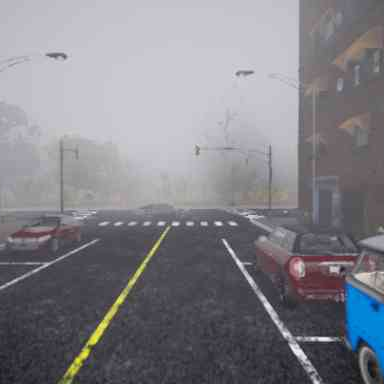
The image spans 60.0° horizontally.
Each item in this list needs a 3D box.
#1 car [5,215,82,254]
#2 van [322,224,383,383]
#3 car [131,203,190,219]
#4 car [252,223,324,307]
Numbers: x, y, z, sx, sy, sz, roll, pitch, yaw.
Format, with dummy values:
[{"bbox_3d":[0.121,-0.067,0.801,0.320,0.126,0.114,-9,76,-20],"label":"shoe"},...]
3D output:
[{"bbox_3d":[-5.805,1.611,13.540,1.802,1.307,4.206,-1,0,0],"label":"car"},{"bbox_3d":[2.670,1.347,2.550,1.690,1.788,3.998,-1,0,0],"label":"van"},{"bbox_3d":[-2.882,1.698,30.701,5.357,1.411,2.033,0,1,-8],"label":"car"},{"bbox_3d":[2.670,1.458,8.074,1.967,1.590,4.097,-1,0,0],"label":"car"}]
